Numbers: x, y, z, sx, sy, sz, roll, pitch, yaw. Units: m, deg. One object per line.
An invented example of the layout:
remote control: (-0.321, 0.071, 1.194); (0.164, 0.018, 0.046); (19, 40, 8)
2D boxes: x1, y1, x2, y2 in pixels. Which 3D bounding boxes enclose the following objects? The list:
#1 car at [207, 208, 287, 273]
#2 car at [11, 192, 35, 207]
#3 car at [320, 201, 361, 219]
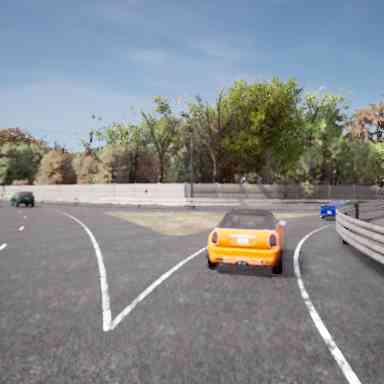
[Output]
car: (1.968, 1.331, 10.948); (2.097, 1.767, 4.553); (0, 0, 17)
car: (-22.673, 0.949, 44.595); (2.150, 2.045, 5.566); (0, 0, -37)
car: (12.689, 1.474, 28.282); (1.882, 1.535, 5.008); (0, 0, 45)
